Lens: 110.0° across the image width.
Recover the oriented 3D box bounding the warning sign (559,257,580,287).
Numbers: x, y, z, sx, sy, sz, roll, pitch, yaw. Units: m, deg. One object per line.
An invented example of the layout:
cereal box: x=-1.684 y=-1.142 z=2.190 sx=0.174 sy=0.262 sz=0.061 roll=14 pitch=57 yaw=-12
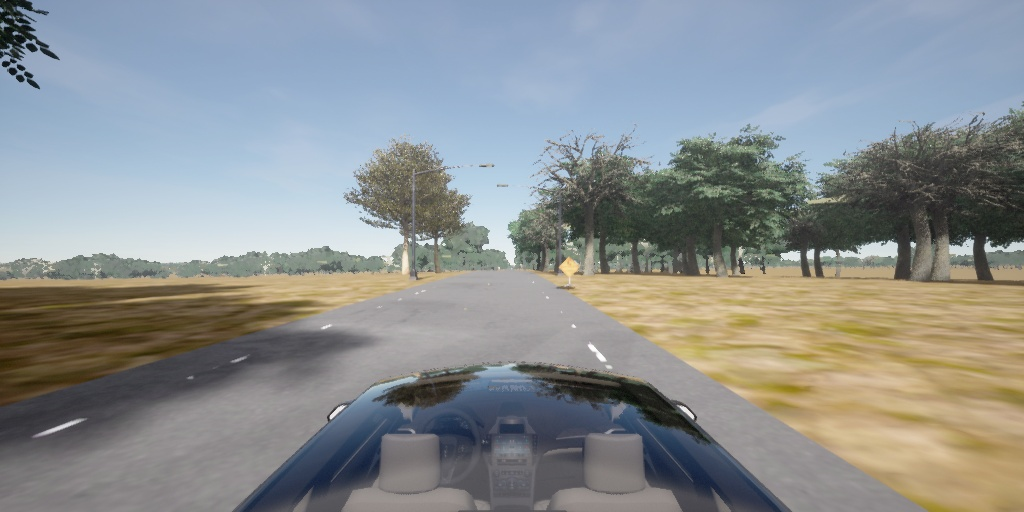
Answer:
warning sign: x=3.550 y=0.958 z=21.982 sx=1.300 sy=1.860 sz=1.060 roll=0 pitch=0 yaw=0
